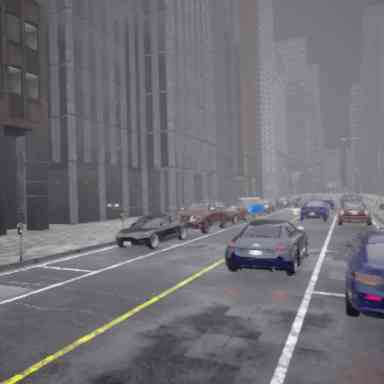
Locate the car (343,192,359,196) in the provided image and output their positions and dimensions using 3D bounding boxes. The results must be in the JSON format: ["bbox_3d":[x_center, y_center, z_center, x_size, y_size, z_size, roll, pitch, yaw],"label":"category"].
[{"bbox_3d":[15.458,1.138,32.375,2.192,1.841,5.009,-2,-1,25],"label":"car"}]

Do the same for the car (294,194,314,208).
[{"bbox_3d":[15.145,1.426,45.463,1.837,1.490,4.892,-2,-1,25],"label":"car"}]

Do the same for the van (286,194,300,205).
[{"bbox_3d":[17.145,1.280,56.412,1.690,1.788,3.998,-2,-1,25],"label":"van"}]

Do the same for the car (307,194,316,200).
[{"bbox_3d":[31.296,1.363,87.129,1.947,1.339,4.313,-2,-1,25],"label":"car"}]

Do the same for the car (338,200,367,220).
[{"bbox_3d":[13.108,1.414,27.253,1.947,1.339,4.313,-2,-1,25],"label":"car"}]

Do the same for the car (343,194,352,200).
[{"bbox_3d":[36.682,1.183,78.449,1.802,1.307,4.206,-2,-1,25],"label":"car"}]

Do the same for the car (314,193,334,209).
[{"bbox_3d":[17.079,1.326,42.479,1.882,1.535,5.008,-2,0,25],"label":"car"}]

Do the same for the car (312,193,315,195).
[{"bbox_3d":[26.577,1.283,76.890,1.967,1.590,4.097,-2,-1,25],"label":"car"}]

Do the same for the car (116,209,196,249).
[{"bbox_3d":[-1.709,1.711,15.450,1.947,1.339,4.313,-2,-1,25],"label":"car"}]

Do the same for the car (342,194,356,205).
[{"bbox_3d":[24.891,1.160,52.852,1.967,1.590,4.097,-2,-1,25],"label":"car"}]

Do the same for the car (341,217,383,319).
[{"bbox_3d":[4.116,1.467,6.800,1.812,1.442,4.674,-2,0,25],"label":"car"}]

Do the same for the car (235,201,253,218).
[{"bbox_3d":[3.005,1.638,25.690,1.887,1.381,4.507,-2,-1,25],"label":"car"}]

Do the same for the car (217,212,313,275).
[{"bbox_3d":[2.530,1.570,10.639,1.994,1.385,4.181,-2,0,25],"label":"car"}]

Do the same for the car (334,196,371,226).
[{"bbox_3d":[10.747,1.314,22.134,1.967,1.590,4.097,-2,-1,25],"label":"car"}]

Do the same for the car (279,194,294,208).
[{"bbox_3d":[12.433,1.430,46.171,1.967,1.590,4.097,-2,-1,25],"label":"car"}]

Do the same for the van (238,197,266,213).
[{"bbox_3d":[5.357,1.409,30.812,1.690,1.788,3.998,-2,-1,25],"label":"van"}]

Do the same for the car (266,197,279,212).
[{"bbox_3d":[7.718,1.482,35.931,1.967,1.590,4.097,-2,-1,25],"label":"car"}]

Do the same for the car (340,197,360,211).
[{"bbox_3d":[17.822,1.342,37.493,1.887,1.381,4.507,-2,-1,25],"label":"car"}]

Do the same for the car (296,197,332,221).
[{"bbox_3d":[9.706,1.405,26.228,1.882,1.535,5.008,-2,0,25],"label":"car"}]

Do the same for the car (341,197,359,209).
[{"bbox_3d":[20.180,1.337,42.612,1.947,1.339,4.313,-2,-1,25],"label":"car"}]

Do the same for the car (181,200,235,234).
[{"bbox_3d":[0.641,1.434,20.572,2.192,1.841,5.009,-2,-1,25],"label":"car"}]

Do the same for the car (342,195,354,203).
[{"bbox_3d":[29.609,1.237,63.090,1.947,1.339,4.313,-2,-1,25],"label":"car"}]
